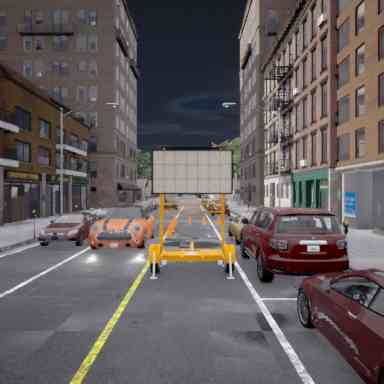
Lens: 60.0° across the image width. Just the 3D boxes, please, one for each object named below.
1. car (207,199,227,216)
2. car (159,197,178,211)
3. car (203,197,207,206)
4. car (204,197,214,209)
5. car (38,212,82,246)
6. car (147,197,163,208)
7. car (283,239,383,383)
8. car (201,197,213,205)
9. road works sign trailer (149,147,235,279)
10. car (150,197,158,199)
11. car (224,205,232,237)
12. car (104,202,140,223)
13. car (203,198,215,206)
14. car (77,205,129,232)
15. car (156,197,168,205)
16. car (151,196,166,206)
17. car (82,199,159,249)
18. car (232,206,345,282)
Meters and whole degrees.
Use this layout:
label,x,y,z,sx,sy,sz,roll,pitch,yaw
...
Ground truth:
label,x,y,z,sx,sy,sz,roll,pitch,yaw
car,2.663,1.583,31.698,1.802,1.307,4.206,0,0,0
car,-2.715,1.509,41.240,1.837,1.490,4.892,0,0,0
car,2.671,1.531,42.905,1.752,1.417,4.829,0,0,0
car,2.667,1.584,37.216,1.802,1.307,4.206,0,0,0
car,-5.375,1.582,15.144,1.802,1.307,4.206,0,0,0
car,-5.350,1.535,48.086,1.752,1.417,4.829,0,0,0
car,2.641,1.582,4.107,1.802,1.307,4.206,0,0,0
car,2.685,1.584,59.289,1.947,1.339,4.313,0,0,0
road works sign trailer,0.008,0.464,9.995,2.380,3.560,2.880,0,0,0
car,-5.358,1.553,37.219,2.008,1.369,4.403,0,0,0
car,2.645,1.525,15.311,1.752,1.417,4.829,0,0,0
car,-5.367,1.545,26.182,1.887,1.381,4.507,0,0,0
car,2.680,1.596,53.771,1.802,1.307,4.206,0,0,0
car,-5.371,1.551,20.663,2.008,1.369,4.403,0,0,0
car,-5.341,1.600,59.294,1.802,1.307,4.206,0,0,0
car,-5.345,1.454,53.775,1.967,1.590,4.097,0,0,0
car,-2.838,1.352,14.355,2.097,1.767,4.553,0,0,0
car,2.645,1.315,9.625,2.192,1.841,5.009,0,0,0
